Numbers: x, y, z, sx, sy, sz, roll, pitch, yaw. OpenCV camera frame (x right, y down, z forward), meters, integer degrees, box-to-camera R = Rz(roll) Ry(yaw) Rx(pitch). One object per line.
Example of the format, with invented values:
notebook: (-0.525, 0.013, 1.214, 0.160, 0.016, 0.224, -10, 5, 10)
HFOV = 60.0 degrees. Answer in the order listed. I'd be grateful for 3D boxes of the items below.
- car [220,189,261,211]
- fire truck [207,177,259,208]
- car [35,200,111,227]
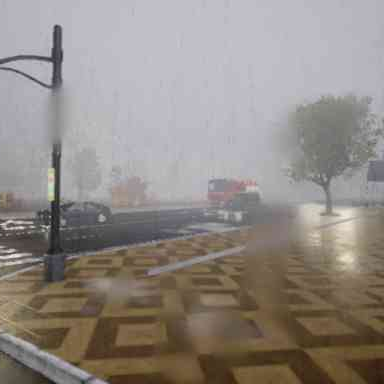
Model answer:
car: (5.969, 1.019, 38.382, 2.150, 2.045, 5.566, 2, 1, 38)
fire truck: (5.431, 0.058, 42.787, 2.891, 3.827, 8.468, 2, 1, 38)
car: (-7.476, 1.319, 21.327, 1.837, 1.490, 4.892, 2, 2, 38)
